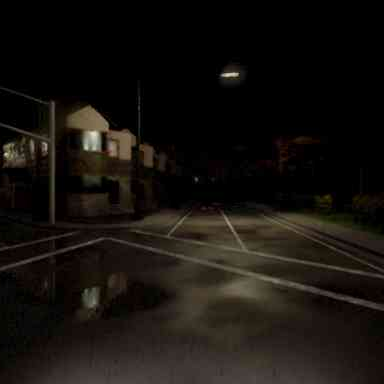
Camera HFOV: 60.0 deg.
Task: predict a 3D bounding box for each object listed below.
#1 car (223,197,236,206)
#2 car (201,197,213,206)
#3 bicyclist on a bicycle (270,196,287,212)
[{"bbox_3d":[5.909,1.514,53.021,2.033,1.411,5.357,0,0,3],"label":"car"},{"bbox_3d":[2.413,1.466,53.205,2.128,1.511,4.902,0,0,3],"label":"car"},{"bbox_3d":[8.784,1.269,33.762,1.656,1.620,0.582,0,0,3],"label":"bicyclist on a bicycle"}]
